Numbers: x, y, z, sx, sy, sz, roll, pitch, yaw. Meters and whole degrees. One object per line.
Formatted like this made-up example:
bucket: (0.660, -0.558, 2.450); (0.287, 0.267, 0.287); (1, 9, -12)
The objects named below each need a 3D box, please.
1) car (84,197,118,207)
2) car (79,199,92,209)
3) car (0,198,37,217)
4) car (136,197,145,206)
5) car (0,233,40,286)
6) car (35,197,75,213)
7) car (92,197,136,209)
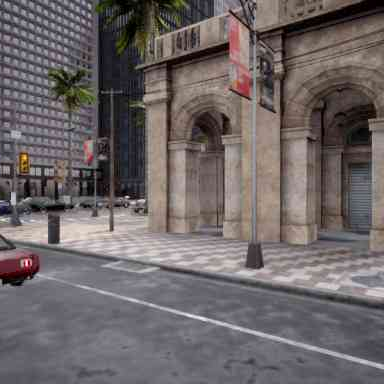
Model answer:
car: (-13.907, 1.513, 51.272); (2.161, 1.482, 4.786); (0, 0, 35)
car: (-13.231, 1.547, 46.926); (2.033, 1.411, 5.357); (0, 0, 36)
car: (-16.805, 1.526, 29.651); (1.812, 1.442, 4.674); (0, 0, 36)
car: (-7.313, 1.526, 55.115); (1.812, 1.442, 4.674); (0, 0, 36)
car: (-5.817, 1.601, 8.194); (4.718, 1.301, 1.895); (0, 0, 37)
car: (-15.761, 1.601, 37.426); (1.895, 1.301, 4.718); (0, 0, 36)
car: (-10.458, 1.492, 44.783); (2.128, 1.511, 4.902); (0, 0, 36)
